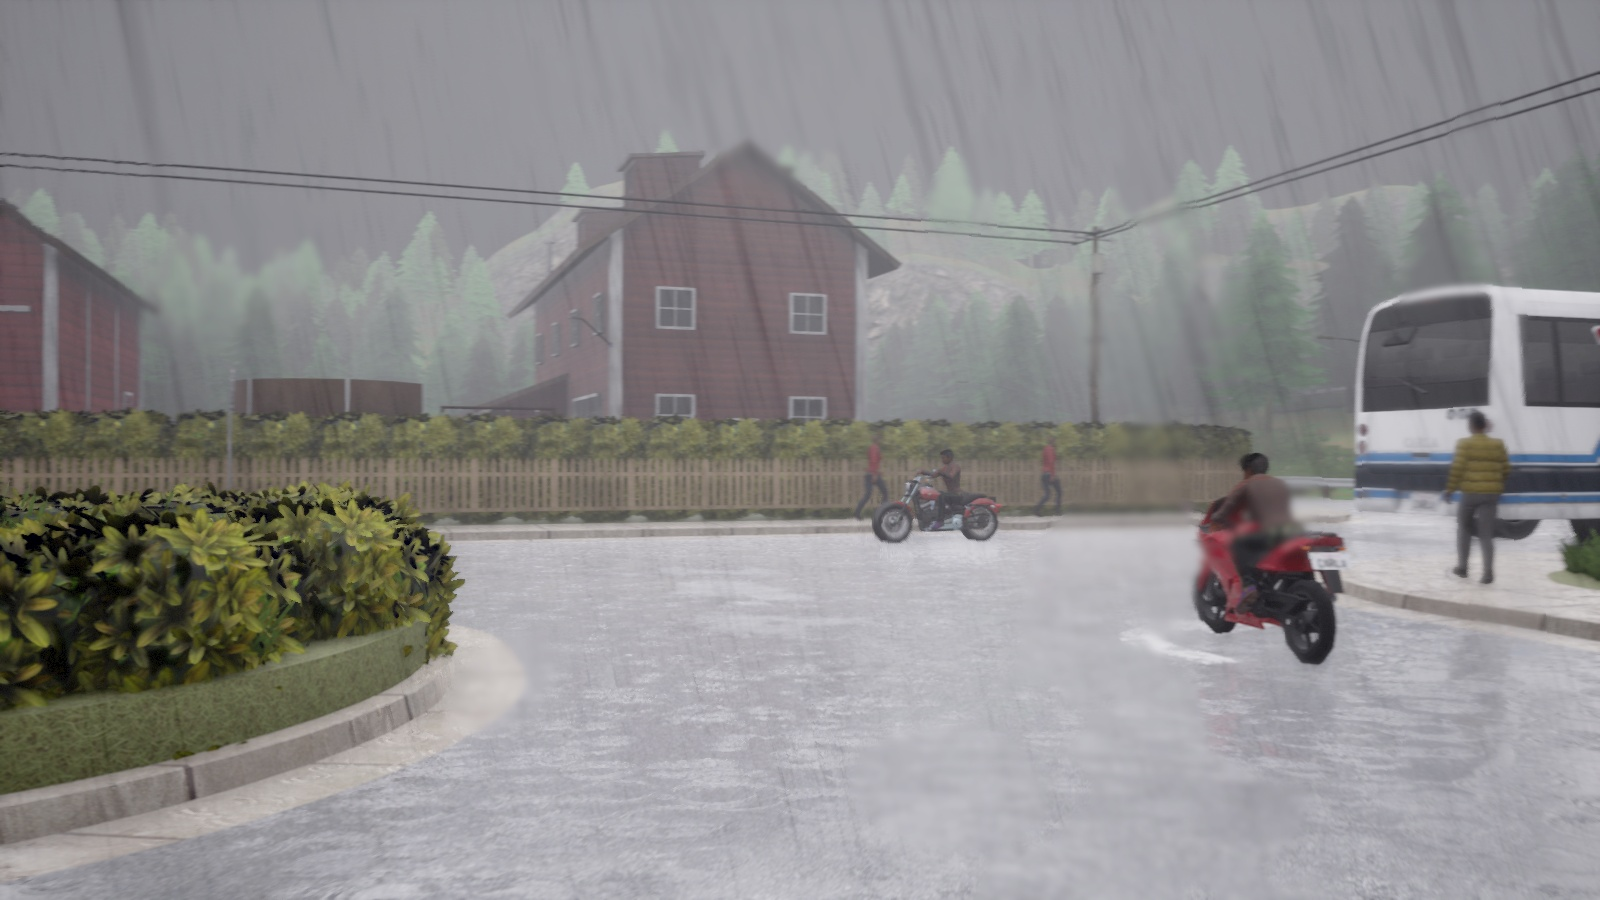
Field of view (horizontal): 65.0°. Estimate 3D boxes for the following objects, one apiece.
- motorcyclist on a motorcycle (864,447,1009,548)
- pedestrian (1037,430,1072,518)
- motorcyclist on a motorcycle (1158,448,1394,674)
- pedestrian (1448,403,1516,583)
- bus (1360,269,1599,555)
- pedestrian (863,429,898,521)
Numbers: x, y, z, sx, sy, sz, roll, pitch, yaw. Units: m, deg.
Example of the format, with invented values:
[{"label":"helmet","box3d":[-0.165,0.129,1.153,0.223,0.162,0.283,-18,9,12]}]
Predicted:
[{"label":"motorcyclist on a motorcycle","box3d":[2.335,0.783,21.462,2.350,1.649,0.766,0,0,-19]},{"label":"pedestrian","box3d":[5.427,0.506,26.764,0.636,1.846,0.331,0,0,-19]},{"label":"motorcyclist on a motorcycle","box3d":[3.578,0.765,9.681,0.797,1.523,2.044,0,1,-8]},{"label":"pedestrian","box3d":[7.179,0.446,13.234,0.431,1.840,0.709,0,0,11]},{"label":"bus","box3d":[15.511,-0.561,22.099,10.273,4.253,3.944,0,0,-17]},{"label":"pedestrian","box3d":[1.631,0.506,25.470,0.636,1.846,0.331,0,0,-20]}]
